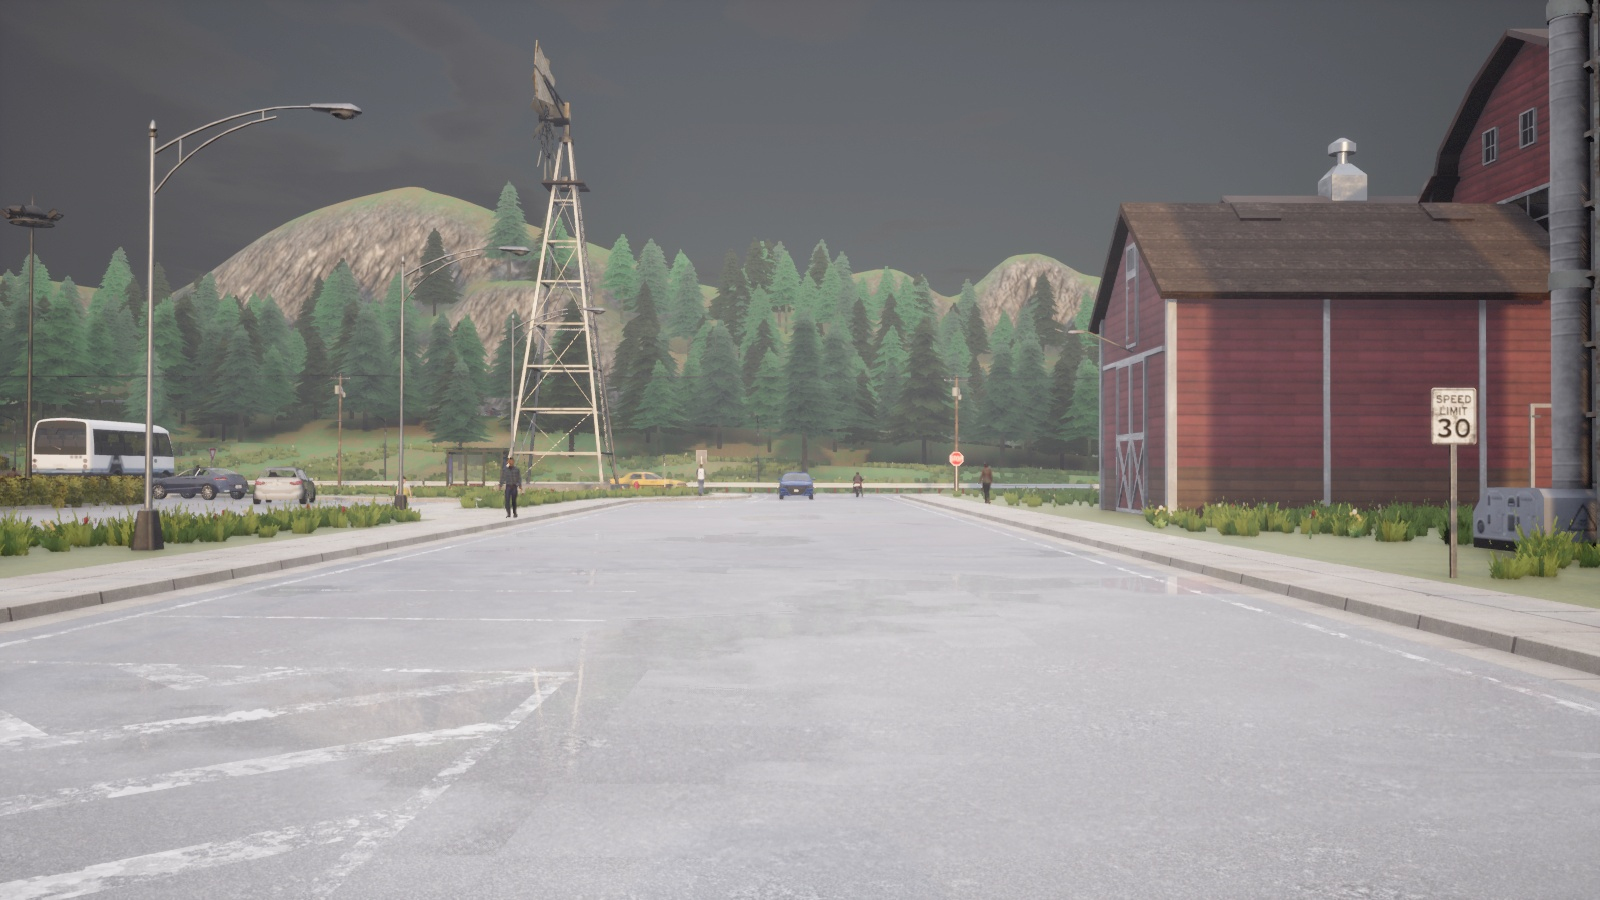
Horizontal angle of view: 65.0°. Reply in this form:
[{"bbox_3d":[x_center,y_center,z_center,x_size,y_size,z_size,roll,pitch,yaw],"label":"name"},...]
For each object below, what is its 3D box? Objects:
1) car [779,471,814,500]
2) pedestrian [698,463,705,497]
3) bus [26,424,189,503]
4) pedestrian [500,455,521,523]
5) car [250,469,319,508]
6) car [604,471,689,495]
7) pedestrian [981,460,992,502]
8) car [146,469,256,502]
[{"bbox_3d":[-0.187,1.959,69.613,1.882,1.535,5.008,0,-1,0],"label":"car"},{"bbox_3d":[-5.432,1.650,69.181,0.354,1.836,0.706,0,-1,-1],"label":"pedestrian"},{"bbox_3d":[-39.685,0.812,72.543,3.944,4.253,10.273,0,-1,-1],"label":"bus"},{"bbox_3d":[-8.349,1.111,36.273,0.423,1.949,0.788,0,-1,0],"label":"pedestrian"},{"bbox_3d":[-23.199,1.701,56.668,2.242,1.667,4.611,0,-1,-14],"label":"car"},{"bbox_3d":[-10.111,2.180,82.791,5.366,1.575,1.801,0,-1,1],"label":"car"},{"bbox_3d":[8.193,1.361,55.161,0.328,1.805,0.869,0,-1,-1],"label":"pedestrian"},{"bbox_3d":[-30.369,1.781,63.640,5.027,1.651,2.152,-1,-1,21],"label":"car"}]
